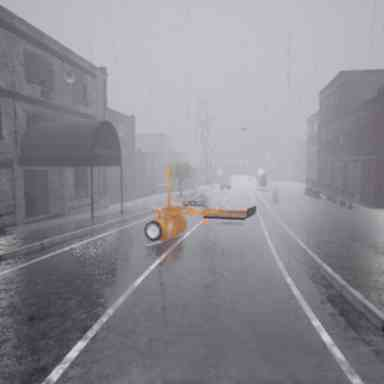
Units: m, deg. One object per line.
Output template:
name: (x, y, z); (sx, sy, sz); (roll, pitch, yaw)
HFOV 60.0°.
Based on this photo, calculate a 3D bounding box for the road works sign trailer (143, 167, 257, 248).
road works sign trailer: (0.379, 0.535, 11.915); (3.560, 2.880, 2.380); (1, 2, 20)

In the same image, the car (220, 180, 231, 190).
car: (7.110, -1.427, 70.031); (2.150, 2.045, 5.566); (1, 3, 9)

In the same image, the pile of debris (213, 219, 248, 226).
pile of debris: (2.179, 1.714, 18.685); (1.860, 0.140, 1.500); (1, 2, 9)

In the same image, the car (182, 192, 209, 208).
car: (0.358, 0.718, 29.666); (1.994, 1.385, 4.181); (1, 2, 9)
